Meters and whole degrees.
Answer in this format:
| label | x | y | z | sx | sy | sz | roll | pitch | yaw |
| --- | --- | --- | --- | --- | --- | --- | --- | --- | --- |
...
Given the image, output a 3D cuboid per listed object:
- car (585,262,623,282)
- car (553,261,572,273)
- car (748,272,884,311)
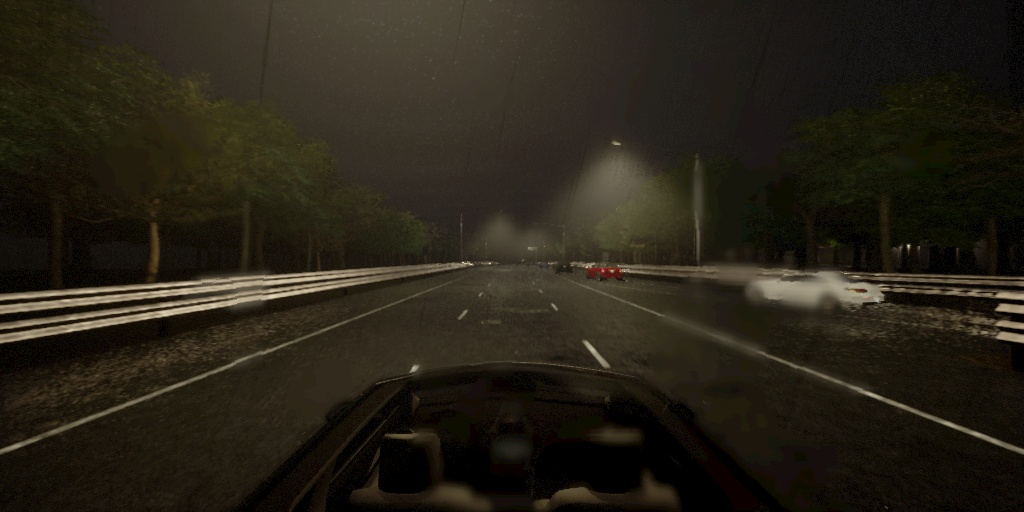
| label | x | y | z | sx | sy | sz | roll | pitch | yaw |
| --- | --- | --- | --- | --- | --- | --- | --- | --- | --- |
| car | 8.326 | 1.357 | 33.022 | 2.097 | 1.767 | 4.553 | 0 | 0 | -9 |
| car | 7.046 | 1.475 | 50.077 | 2.097 | 1.767 | 4.553 | 0 | 0 | 0 |
| car | 12.663 | 1.416 | 15.351 | 1.812 | 1.442 | 4.674 | 0 | -1 | -19 |
